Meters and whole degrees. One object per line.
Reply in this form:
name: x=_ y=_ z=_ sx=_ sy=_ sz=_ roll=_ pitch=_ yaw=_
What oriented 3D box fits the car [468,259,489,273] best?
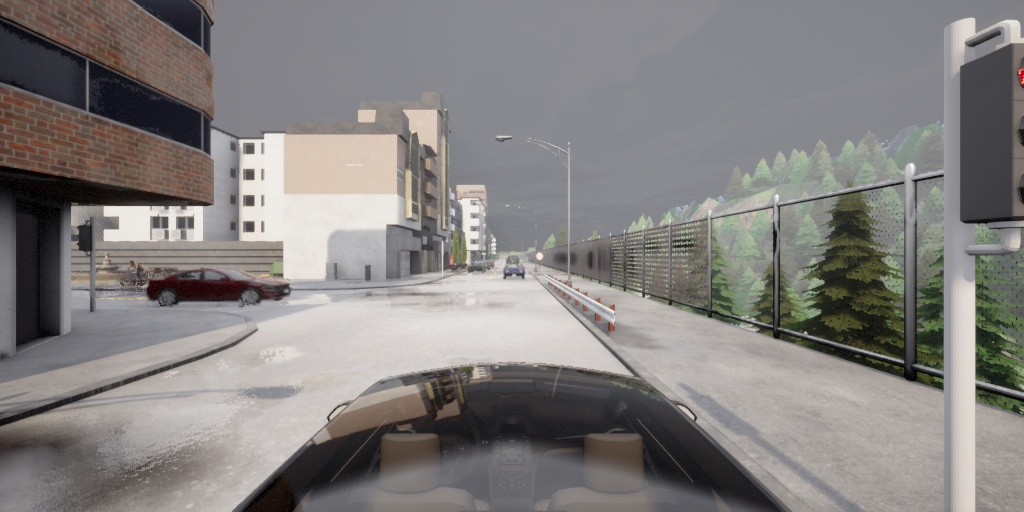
car: x=-4.093 y=1.351 z=42.403 sx=1.895 sy=1.301 sz=4.718 roll=0 pitch=0 yaw=0

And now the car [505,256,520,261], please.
car: x=0.103 y=0.975 z=59.115 sx=2.150 sy=2.045 sz=5.566 roll=0 pitch=0 yaw=0

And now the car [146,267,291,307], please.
car: x=-12.040 y=1.227 z=14.956 sx=5.008 sy=1.535 sz=1.882 roll=0 pitch=0 yaw=-5

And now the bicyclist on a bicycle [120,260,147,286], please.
bicyclist on a bicycle: x=-24.281 y=1.099 z=23.054 sx=0.582 sy=1.620 sz=1.656 roll=0 pitch=0 yaw=0

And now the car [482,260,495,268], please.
car: x=-4.051 y=1.351 z=61.888 sx=1.895 sy=1.301 sz=4.718 roll=0 pitch=0 yaw=0

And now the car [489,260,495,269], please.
car: x=-4.087 y=1.241 z=51.752 sx=2.128 sy=1.511 sz=4.902 roll=0 pitch=0 yaw=0

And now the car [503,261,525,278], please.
car: x=0.159 y=1.351 z=33.033 sx=1.895 sy=1.301 sz=4.718 roll=0 pitch=0 yaw=0
